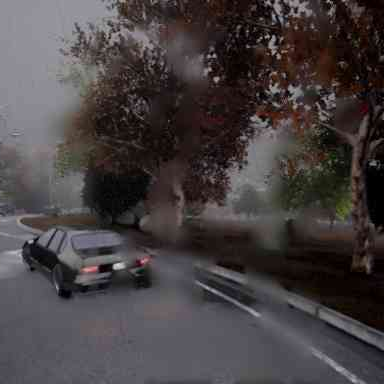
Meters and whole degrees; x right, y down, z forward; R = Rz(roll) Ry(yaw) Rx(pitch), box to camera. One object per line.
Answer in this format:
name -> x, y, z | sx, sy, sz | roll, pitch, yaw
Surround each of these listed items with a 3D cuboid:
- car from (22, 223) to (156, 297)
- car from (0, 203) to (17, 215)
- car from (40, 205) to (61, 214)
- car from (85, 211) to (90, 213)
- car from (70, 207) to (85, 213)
car -> -2.989, 1.550, 8.740 | 2.033, 1.411, 5.357 | 0, 0, -37
car -> -21.862, 1.923, 38.188 | 1.994, 1.385, 4.181 | 0, -2, -3
car -> -22.725, 2.837, 53.636 | 1.882, 1.535, 5.008 | 0, -5, -3
car -> -20.033, 4.180, 68.657 | 1.895, 1.301, 4.718 | 0, -5, -3
car -> -23.549, 3.960, 68.837 | 2.097, 1.767, 4.553 | 0, -5, -3
